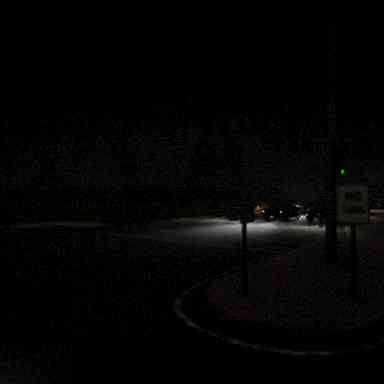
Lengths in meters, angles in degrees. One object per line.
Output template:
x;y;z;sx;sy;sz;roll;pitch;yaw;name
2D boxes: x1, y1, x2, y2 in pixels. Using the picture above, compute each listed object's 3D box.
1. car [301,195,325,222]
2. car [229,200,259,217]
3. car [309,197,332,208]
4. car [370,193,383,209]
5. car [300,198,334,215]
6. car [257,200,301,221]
10.572;1.221;25.688;2.150;2.045;5.566;0;0;36;car
5.134;1.473;30.099;1.882;1.535;5.008;0;0;36;car
18.946;1.474;49.006;1.882;1.535;5.008;0;0;36;car
24.556;1.220;44.834;2.150;2.045;5.566;0;0;36;car
13.356;1.489;35.440;2.128;1.511;4.902;0;0;36;car
7.412;1.598;27.291;1.895;1.301;4.718;0;0;36;car
